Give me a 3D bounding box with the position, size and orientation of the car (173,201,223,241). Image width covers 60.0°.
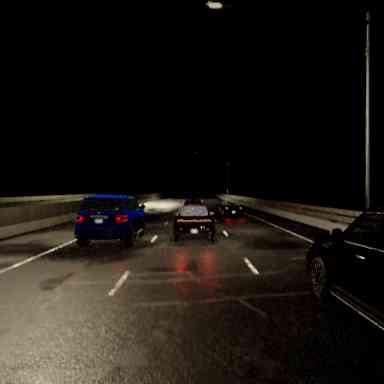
[{"bbox_3d":[0.099,1.406,16.249,2.128,1.511,4.902,0,0,0],"label":"car"}]

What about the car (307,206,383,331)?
[{"bbox_3d":[3.600,1.195,4.954,2.150,2.045,5.566,0,0,0],"label":"car"}]

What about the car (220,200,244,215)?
[{"bbox_3d":[3.599,1.437,31.057,1.895,1.301,4.718,0,0,0],"label":"car"}]

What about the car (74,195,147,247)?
[{"bbox_3d":[-3.401,1.143,14.822,2.150,2.045,5.566,0,0,0],"label":"car"}]

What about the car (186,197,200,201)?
[{"bbox_3d":[0.099,1.323,34.246,1.837,1.490,4.892,0,0,0],"label":"car"}]
